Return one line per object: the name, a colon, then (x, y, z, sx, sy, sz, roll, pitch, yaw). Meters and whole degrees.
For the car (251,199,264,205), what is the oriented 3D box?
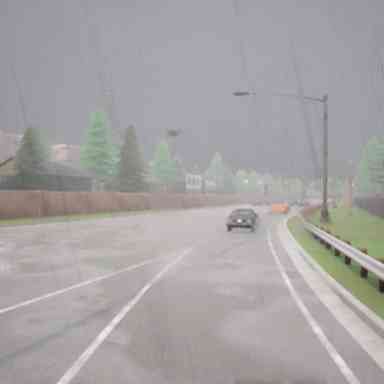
car: (15.368, 2.618, 78.763, 2.128, 1.511, 4.902, 0, -1, 24)

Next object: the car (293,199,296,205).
car: (21.925, 2.673, 76.277, 1.994, 1.385, 4.181, 0, -1, 24)

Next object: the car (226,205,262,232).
car: (3.577, 1.857, 22.779, 2.033, 1.411, 5.357, 0, -1, 16)

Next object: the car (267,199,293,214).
car: (12.136, 2.014, 45.577, 2.097, 1.767, 4.553, 0, -1, 24)

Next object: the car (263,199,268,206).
car: (18.561, 2.581, 77.331, 1.882, 1.535, 5.008, 0, -1, 24)

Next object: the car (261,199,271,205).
car: (19.633, 2.642, 88.270, 1.812, 1.442, 4.674, 0, -1, 24)

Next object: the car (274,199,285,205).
car: (22.826, 2.669, 86.837, 2.033, 1.411, 5.357, 0, -1, 24)

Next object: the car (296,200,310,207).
car: (25.960, 2.518, 76.720, 2.097, 1.767, 4.553, 0, -1, 24)

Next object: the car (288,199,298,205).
car: (26.020, 2.618, 85.405, 1.882, 1.535, 5.008, 0, -1, 24)
